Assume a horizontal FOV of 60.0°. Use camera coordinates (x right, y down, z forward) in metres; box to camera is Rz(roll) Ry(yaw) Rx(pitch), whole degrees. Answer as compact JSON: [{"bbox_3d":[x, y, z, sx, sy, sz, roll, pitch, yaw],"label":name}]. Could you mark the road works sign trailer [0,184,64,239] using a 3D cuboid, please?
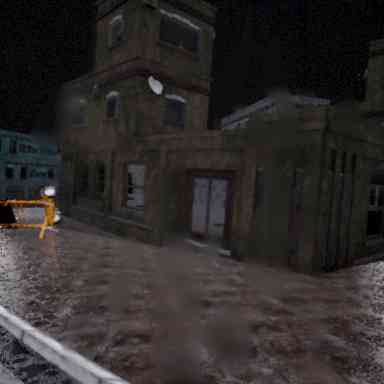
[{"bbox_3d":[-8.865,1.274,17.187,3.560,2.380,2.880,3,43,-9],"label":"road works sign trailer"}]
